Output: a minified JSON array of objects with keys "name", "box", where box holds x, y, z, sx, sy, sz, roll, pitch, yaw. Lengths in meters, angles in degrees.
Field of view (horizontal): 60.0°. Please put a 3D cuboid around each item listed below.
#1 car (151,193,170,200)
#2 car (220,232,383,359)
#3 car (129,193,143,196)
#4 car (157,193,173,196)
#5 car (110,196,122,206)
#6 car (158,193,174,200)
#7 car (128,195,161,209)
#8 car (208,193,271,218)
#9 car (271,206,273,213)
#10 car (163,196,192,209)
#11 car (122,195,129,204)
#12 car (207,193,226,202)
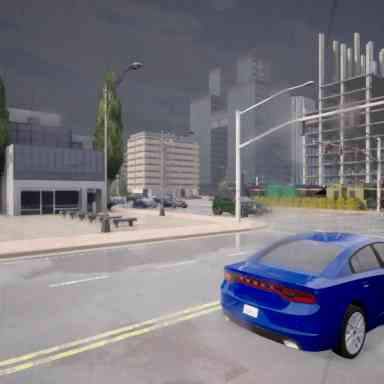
[{"name":"car","box":[-8.451,1.153,89.487,4.605,1.855,1.932,0,0,-38]},{"name":"car","box":[2.744,1.478,6.100,5.008,1.535,1.882,0,0,-38]},{"name":"car","box":[-12.121,1.225,70.345,2.150,2.045,5.566,0,0,-36]},{"name":"car","box":[-5.806,1.352,61.848,2.097,1.767,4.553,0,0,-36]},{"name":"car","box":[-13.813,1.503,54.739,1.837,1.490,4.892,0,0,-35]},{"name":"car","box":[-6.728,1.156,87.162,3.866,1.878,1.905,0,0,-38]},{"name":"car","box":[-6.335,1.525,44.443,1.812,1.442,4.674,0,0,-36]},{"name":"car","box":[4.079,1.221,30.168,2.150,2.045,5.566,0,0,-36]},{"name":"car","box":[5.906,1.492,33.602,2.128,1.511,4.902,0,0,-36]},{"name":"car","box":[-2.341,1.563,44.900,1.994,1.385,4.181,0,0,-36]},{"name":"car","box":[-13.698,1.525,60.586,1.812,1.442,4.674,0,0,-36]},{"name":"car","box":[5.279,1.156,71.640,3.866,1.878,1.905,0,0,-38]}]
